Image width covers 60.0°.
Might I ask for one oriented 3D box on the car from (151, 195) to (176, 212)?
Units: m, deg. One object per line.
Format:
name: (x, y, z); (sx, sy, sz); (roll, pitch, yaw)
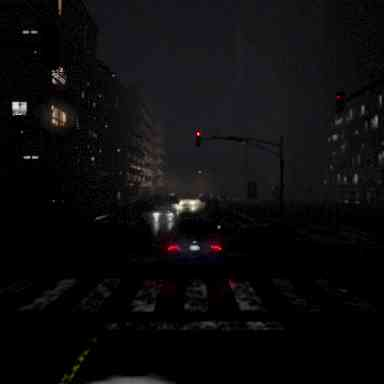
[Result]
car: (-3.091, 1.423, 37.321); (1.837, 1.490, 4.892); (0, 0, 0)

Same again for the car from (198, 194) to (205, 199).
car: (2.659, 1.340, 95.014); (1.752, 1.417, 4.829); (-1, 0, 0)

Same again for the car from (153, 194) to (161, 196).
car: (-5.696, 1.345, 43.947); (1.967, 1.590, 4.097); (-1, 0, 0)

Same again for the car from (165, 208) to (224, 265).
car: (0.083, 1.580, 11.859); (2.033, 1.411, 5.357); (0, 1, 0)

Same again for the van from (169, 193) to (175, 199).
van: (-5.691, 1.156, 94.786); (1.690, 1.788, 3.998); (-1, 0, 0)

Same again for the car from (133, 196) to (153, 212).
car: (-5.695, 1.461, 38.298); (1.887, 1.381, 4.507); (-1, 0, 0)

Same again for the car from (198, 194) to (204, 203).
car: (2.656, 1.414, 66.599); (2.008, 1.369, 4.403); (-1, 0, 0)

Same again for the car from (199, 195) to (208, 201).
car: (2.657, 1.388, 77.897); (1.887, 1.381, 4.507); (-1, 0, 0)

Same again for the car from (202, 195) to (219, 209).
car: (2.652, 1.450, 44.003); (1.887, 1.381, 4.507); (-1, 0, 0)

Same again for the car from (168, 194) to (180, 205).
car: (-3.053, 1.409, 54.906); (1.812, 1.442, 4.674); (0, 0, 0)
